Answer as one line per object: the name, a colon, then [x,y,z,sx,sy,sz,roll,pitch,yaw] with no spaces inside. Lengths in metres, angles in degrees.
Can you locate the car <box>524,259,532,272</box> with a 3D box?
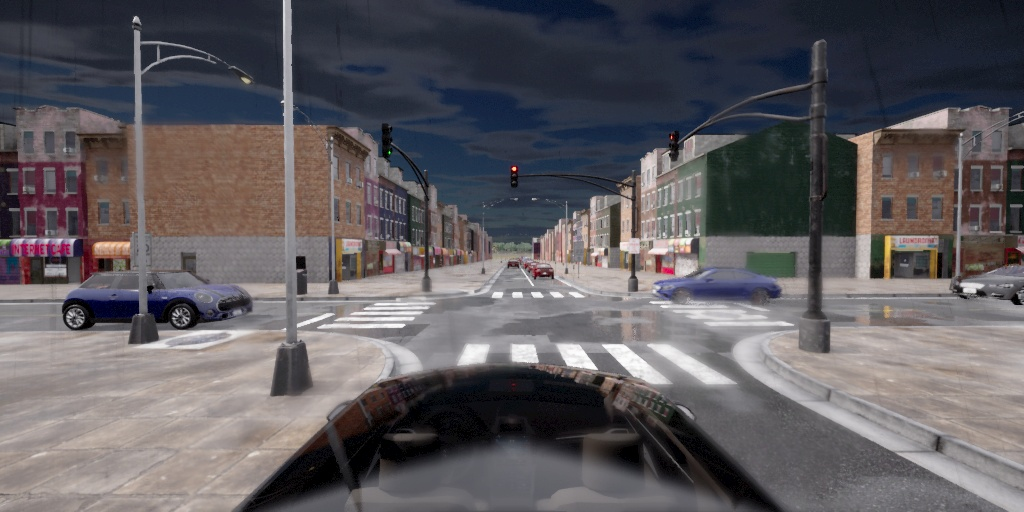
car: [2.719,1.329,42.720,1.802,1.307,4.207,0,0,0]

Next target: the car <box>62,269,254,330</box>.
car: [-10.791,1.203,11.184,4.553,1.767,2.097,0,1,0]

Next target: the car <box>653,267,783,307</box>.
car: [8.180,1.185,14.495,4.674,1.442,1.812,0,1,6]

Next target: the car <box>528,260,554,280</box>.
car: [2.697,1.292,31.655,1.888,1.381,4.507,0,0,0]

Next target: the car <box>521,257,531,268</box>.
car: [2.742,1.293,53.785,1.888,1.381,4.507,0,0,0]

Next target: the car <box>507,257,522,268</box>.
car: [0.216,1.226,59.284,1.882,1.535,5.008,0,0,0]

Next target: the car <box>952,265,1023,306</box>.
car: [20.427,1.094,14.065,4.902,1.511,2.128,0,1,0]
